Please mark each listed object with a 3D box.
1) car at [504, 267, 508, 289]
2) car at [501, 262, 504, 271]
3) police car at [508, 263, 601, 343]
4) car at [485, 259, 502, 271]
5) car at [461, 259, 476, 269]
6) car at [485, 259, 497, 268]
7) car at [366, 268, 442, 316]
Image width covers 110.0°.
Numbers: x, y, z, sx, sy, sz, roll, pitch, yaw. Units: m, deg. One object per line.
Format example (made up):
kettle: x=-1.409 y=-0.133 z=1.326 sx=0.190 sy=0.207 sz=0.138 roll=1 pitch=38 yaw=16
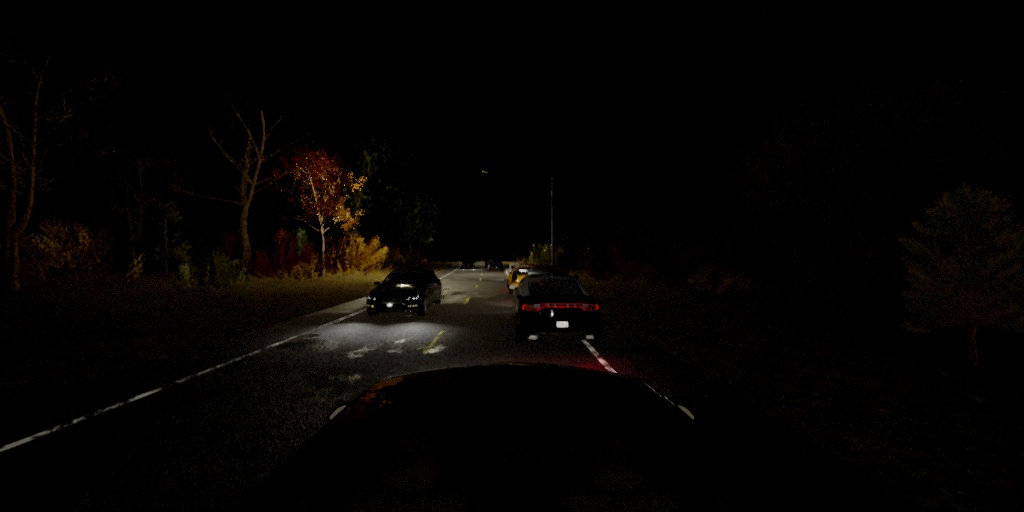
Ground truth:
car: x=0.664 y=1.179 z=19.911 sx=1.801 sy=1.575 sz=5.366 roll=0 pitch=0 yaw=-2
car: x=0.397 y=1.236 z=25.749 sx=1.812 sy=1.442 sz=4.674 roll=0 pitch=0 yaw=-3
police car: x=0.963 y=1.164 z=9.779 sx=1.930 sy=1.638 sz=5.238 roll=0 pitch=0 yaw=-1
car: x=-2.231 y=1.180 z=47.736 sx=1.837 sy=1.490 sz=4.892 roll=0 pitch=0 yaw=-5
car: x=-6.486 y=1.142 z=53.493 sx=1.882 sy=1.535 sz=5.008 roll=0 pitch=0 yaw=-6
car: x=-3.568 y=1.176 z=59.971 sx=1.812 sy=1.442 sz=4.674 roll=0 pitch=0 yaw=-7
car: x=-3.802 y=1.239 z=13.372 sx=1.837 sy=1.490 sz=4.892 roll=0 pitch=0 yaw=-2
